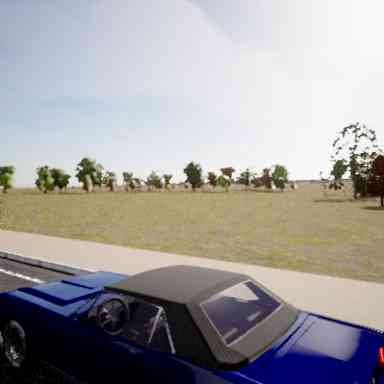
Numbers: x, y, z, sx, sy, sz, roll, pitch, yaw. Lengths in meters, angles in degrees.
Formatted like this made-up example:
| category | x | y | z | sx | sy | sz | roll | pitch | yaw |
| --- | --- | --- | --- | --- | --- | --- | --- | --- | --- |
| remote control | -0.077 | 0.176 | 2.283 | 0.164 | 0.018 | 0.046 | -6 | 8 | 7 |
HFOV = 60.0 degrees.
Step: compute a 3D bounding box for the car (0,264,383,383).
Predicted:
| category | x | y | z | sx | sy | sz | roll | pitch | yaw |
| --- | --- | --- | --- | --- | --- | --- | --- | --- | --- |
| car | -0.435 | 1.591 | 3.995 | 4.718 | 1.301 | 1.895 | 0 | 0 | 36 |
